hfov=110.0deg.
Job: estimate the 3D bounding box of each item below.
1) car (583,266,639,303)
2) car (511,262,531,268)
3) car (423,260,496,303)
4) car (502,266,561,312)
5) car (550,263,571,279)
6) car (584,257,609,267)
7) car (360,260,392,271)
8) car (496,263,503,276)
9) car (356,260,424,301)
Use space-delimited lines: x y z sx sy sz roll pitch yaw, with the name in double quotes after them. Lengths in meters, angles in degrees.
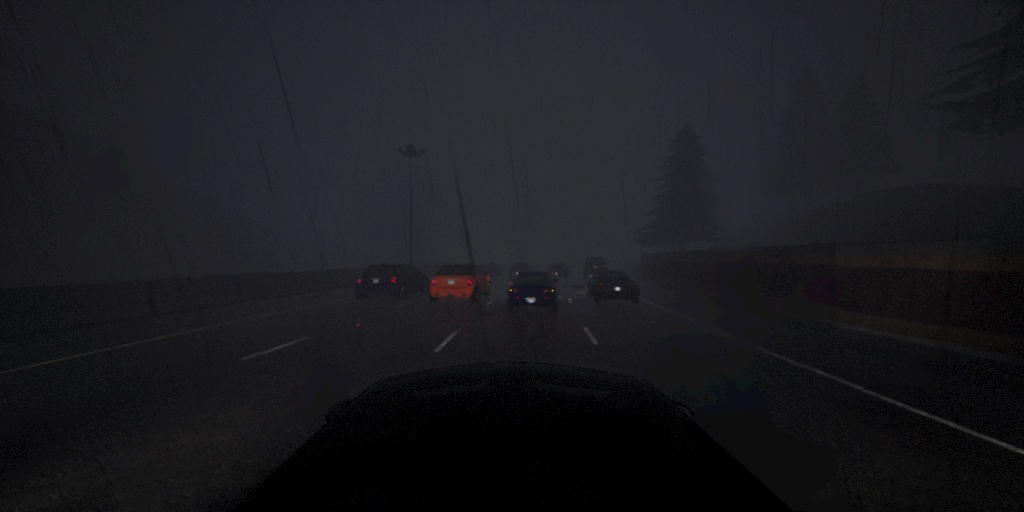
4.732 1.381 17.262 1.994 1.385 4.181 0 0 7 "car"
1.048 1.365 35.119 1.837 1.490 4.892 0 0 14 "car"
-2.316 1.143 17.178 2.097 1.767 4.553 0 0 6 "car"
0.877 1.319 14.403 1.812 1.442 4.674 0 0 6 "car"
4.660 1.379 35.126 1.837 1.490 4.892 0 0 14 "car"
8.068 1.105 34.406 2.150 2.045 5.566 0 0 15 "car"
-19.649 1.365 52.126 1.812 1.442 4.674 0 0 19 "car"
-2.305 1.329 36.105 1.882 1.535 5.008 0 0 14 "car"
-5.749 1.133 17.854 2.097 1.767 4.553 0 0 6 "car"
